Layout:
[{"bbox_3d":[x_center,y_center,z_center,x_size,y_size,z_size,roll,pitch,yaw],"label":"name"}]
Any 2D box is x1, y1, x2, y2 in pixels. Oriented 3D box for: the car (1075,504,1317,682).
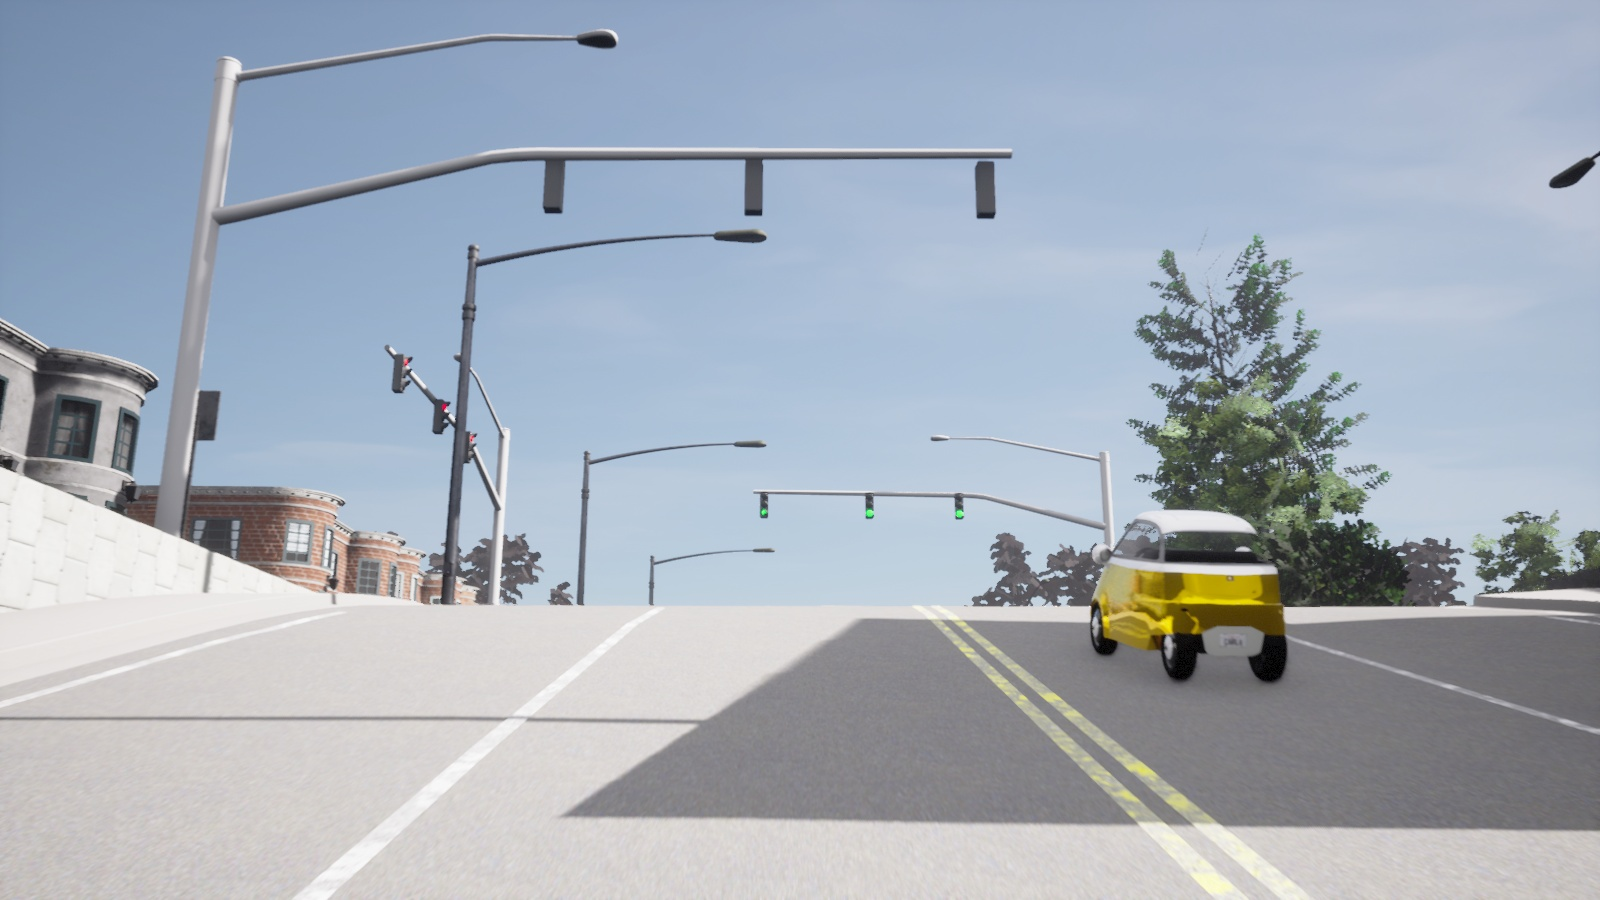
[{"bbox_3d":[3.473,1.213,11.351,1.481,1.376,2.207,1,-1,0],"label":"car"}]
